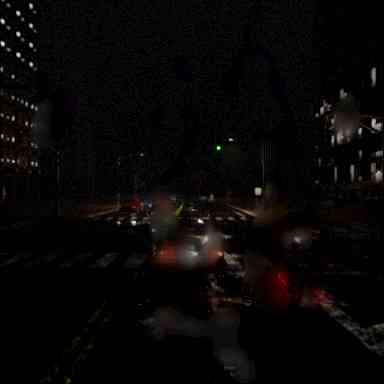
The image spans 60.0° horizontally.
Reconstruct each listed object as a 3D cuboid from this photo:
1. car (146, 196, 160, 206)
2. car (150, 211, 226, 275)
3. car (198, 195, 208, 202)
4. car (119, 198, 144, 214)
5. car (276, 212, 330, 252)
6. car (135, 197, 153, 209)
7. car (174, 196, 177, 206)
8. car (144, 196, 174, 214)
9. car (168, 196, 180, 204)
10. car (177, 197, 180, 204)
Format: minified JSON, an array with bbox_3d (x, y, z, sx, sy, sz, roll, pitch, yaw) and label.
[{"bbox_3d":[-6.606,1.493,56.583,1.837,1.490,4.892,0,0,0],"label":"car"},{"bbox_3d":[-0.237,1.555,10.456,2.033,1.411,5.357,0,0,-6],"label":"car"},{"bbox_3d":[2.619,1.480,76.894,1.812,1.442,4.674,0,0,-4],"label":"car"},{"bbox_3d":[-6.610,1.485,36.297,1.882,1.535,5.008,0,0,0],"label":"car"},{"bbox_3d":[4.717,1.550,14.070,1.812,1.442,4.674,-1,-1,22],"label":"car"},{"bbox_3d":[-6.613,1.525,46.218,1.812,1.442,4.674,0,0,0],"label":"car"},{"bbox_3d":[-3.359,1.506,43.565,1.837,1.490,4.892,0,0,0],"label":"car"},{"bbox_3d":[-3.357,1.360,34.673,2.097,1.767,4.553,0,0,0],"label":"car"},{"bbox_3d":[-3.358,1.545,63.218,1.994,1.385,4.181,0,0,-1],"label":"car"},{"bbox_3d":[-3.353,1.483,53.185,2.128,1.511,4.902,0,0,0],"label":"car"}]
